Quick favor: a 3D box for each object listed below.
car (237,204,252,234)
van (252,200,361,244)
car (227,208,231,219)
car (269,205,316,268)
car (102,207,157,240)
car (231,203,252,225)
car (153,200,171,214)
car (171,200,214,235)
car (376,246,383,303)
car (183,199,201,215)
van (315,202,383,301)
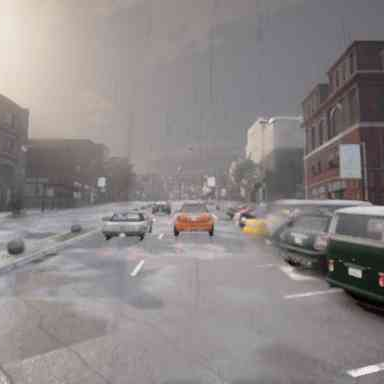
[{"bbox_3d":[5.180,1.540,16.169,5.366,1.575,1.946,1,0,-20],"label":"car"},{"bbox_3d":[4.900,1.303,13.011,4.442,1.987,1.878,1,0,-20],"label":"van"},{"bbox_3d":[5.032,1.439,22.208,4.553,1.767,2.185,1,0,-20],"label":"car"},{"bbox_3d":[4.977,1.394,10.002,4.553,1.767,2.185,1,0,-20],"label":"car"},{"bbox_3d":[-3.152,1.660,17.266,1.895,1.301,4.718,0,0,0],"label":"car"},{"bbox_3d":[5.033,1.582,19.164,4.792,1.488,2.163,1,-1,-20],"label":"car"},{"bbox_3d":[-3.239,1.649,36.280,1.812,1.442,4.674,0,0,0],"label":"car"},{"bbox_3d":[0.092,1.418,19.181,2.097,1.767,4.553,0,0,0],"label":"car"},{"bbox_3d":[5.000,1.500,3.915,4.892,1.521,2.231,1,0,-20],"label":"car"},{"bbox_3d":[0.007,1.606,37.043,1.882,1.535,5.008,0,0,0],"label":"car"},{"bbox_3d":[5.116,1.286,7.007,4.442,1.987,1.878,1,0,-20],"label":"van"}]
